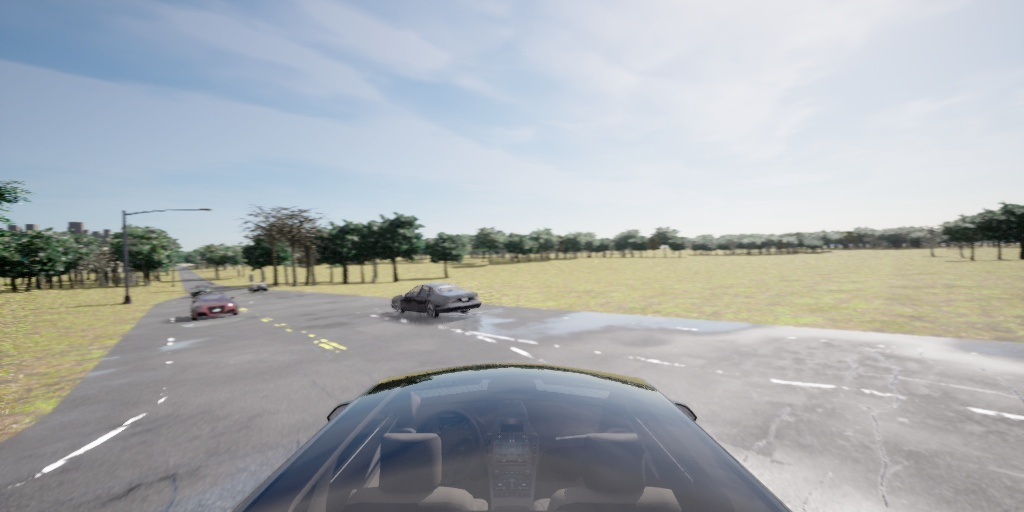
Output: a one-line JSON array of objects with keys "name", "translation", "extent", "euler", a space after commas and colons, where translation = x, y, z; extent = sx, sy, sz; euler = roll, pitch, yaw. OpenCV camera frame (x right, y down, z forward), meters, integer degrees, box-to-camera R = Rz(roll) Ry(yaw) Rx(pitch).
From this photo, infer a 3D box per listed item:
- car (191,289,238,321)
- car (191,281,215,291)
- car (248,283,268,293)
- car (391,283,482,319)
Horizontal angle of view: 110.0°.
[{"name": "car", "translation": [-17.565, 2.902, 21.106], "extent": [1.994, 1.385, 4.181], "euler": [-3, -1, -43]}, {"name": "car", "translation": [-42.031, 4.653, 48.651], "extent": [2.097, 1.767, 4.553], "euler": [-3, -1, -37]}, {"name": "car", "translation": [-36.712, 4.622, 51.783], "extent": [1.895, 1.301, 4.718], "euler": [-3, -1, -43]}, {"name": "car", "translation": [-3.612, 1.952, 16.435], "extent": [2.033, 1.411, 5.357], "euler": [-3, -1, -43]}]
